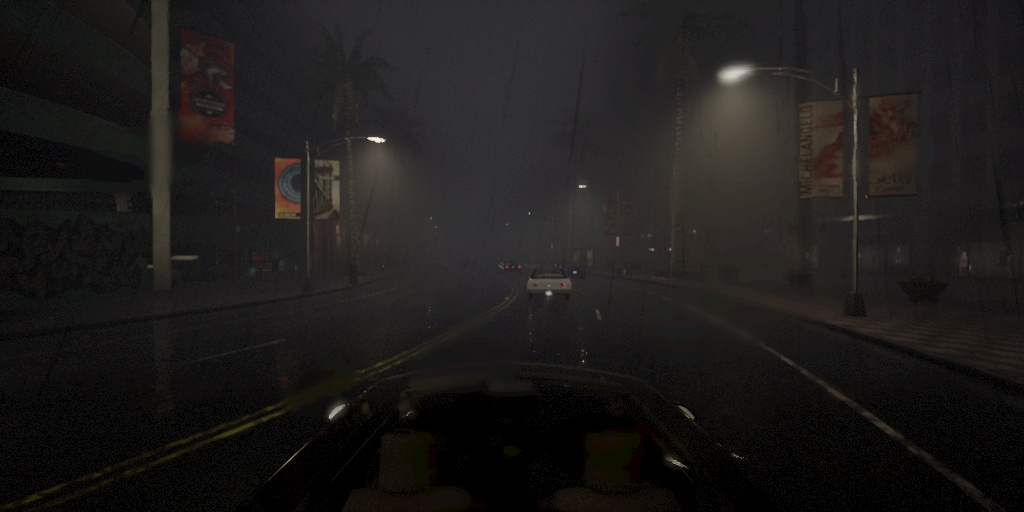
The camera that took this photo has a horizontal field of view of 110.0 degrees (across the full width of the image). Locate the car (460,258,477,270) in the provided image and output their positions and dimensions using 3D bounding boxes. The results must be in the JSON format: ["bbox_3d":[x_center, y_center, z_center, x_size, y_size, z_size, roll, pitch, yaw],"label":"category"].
[{"bbox_3d":[-5.742,1.022,46.806,1.812,1.442,4.674,0,0,-10],"label":"car"}]

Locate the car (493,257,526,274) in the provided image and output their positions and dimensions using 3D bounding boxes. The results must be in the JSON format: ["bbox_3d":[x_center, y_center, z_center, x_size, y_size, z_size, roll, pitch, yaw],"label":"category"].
[{"bbox_3d":[-0.304,1.100,36.886,2.033,1.411,5.357,0,0,-10],"label":"car"}]

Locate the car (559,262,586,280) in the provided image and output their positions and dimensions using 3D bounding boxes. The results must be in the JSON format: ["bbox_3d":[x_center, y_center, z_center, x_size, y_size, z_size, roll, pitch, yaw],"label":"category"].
[{"bbox_3d":[4.418,1.162,28.729,1.994,1.385,4.181,0,0,-7],"label":"car"}]

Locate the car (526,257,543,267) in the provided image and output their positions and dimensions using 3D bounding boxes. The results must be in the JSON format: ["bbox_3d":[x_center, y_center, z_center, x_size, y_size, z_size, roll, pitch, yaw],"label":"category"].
[{"bbox_3d":[1.989,1.113,43.968,1.895,1.301,4.718,0,0,-10],"label":"car"}]

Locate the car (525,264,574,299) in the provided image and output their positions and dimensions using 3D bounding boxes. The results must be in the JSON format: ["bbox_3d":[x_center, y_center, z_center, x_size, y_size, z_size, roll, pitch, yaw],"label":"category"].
[{"bbox_3d":[1.751,1.263,17.434,1.895,1.301,4.718,0,0,5],"label":"car"}]

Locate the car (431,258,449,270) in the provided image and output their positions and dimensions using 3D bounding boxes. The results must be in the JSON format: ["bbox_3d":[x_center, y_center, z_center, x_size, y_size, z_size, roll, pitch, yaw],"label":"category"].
[{"bbox_3d":[-9.053,1.030,45.393,1.812,1.442,4.674,0,0,-10],"label":"car"}]
